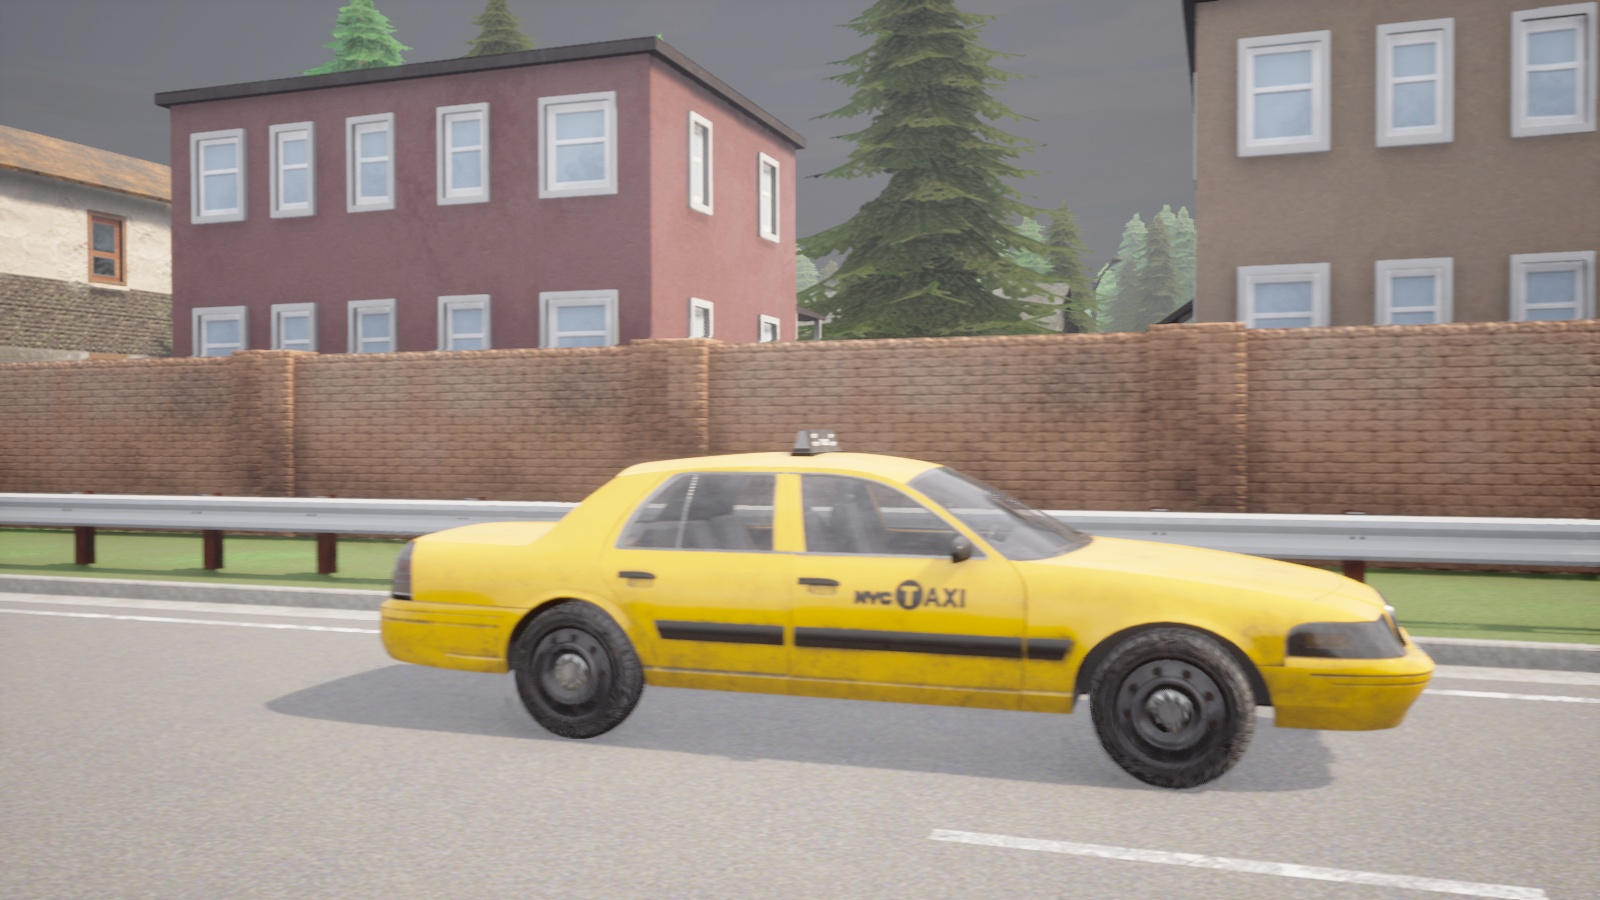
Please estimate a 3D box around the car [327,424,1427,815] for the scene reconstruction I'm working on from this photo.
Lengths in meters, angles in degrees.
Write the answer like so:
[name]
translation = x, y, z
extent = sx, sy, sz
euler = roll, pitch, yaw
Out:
[car]
translation = 0.272, 0.658, 6.793
extent = 5.366, 1.575, 1.801
euler = 1, 1, 19
